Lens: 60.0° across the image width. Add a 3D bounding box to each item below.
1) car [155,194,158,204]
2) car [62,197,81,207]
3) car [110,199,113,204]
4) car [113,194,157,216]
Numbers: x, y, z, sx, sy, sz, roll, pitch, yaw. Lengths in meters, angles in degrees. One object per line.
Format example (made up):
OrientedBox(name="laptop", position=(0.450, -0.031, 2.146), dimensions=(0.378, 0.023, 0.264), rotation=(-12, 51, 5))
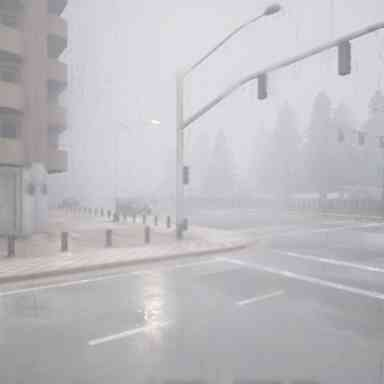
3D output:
OrientedBox(name="car", position=(-7.645, 1.280, 54.613), dimensions=(2.150, 2.045, 5.566), rotation=(0, 0, -36))
OrientedBox(name="car", position=(-18.949, 1.567, 52.240), dimensions=(1.837, 1.490, 4.892), rotation=(0, 0, -36))
OrientedBox(name="car", position=(-13.902, 1.660, 63.210), dimensions=(1.895, 1.301, 4.718), rotation=(0, 0, -36))
OrientedBox(name="car", position=(-5.897, 1.410, 33.999), dimensions=(2.097, 1.767, 4.553), rotation=(0, 0, -36))
